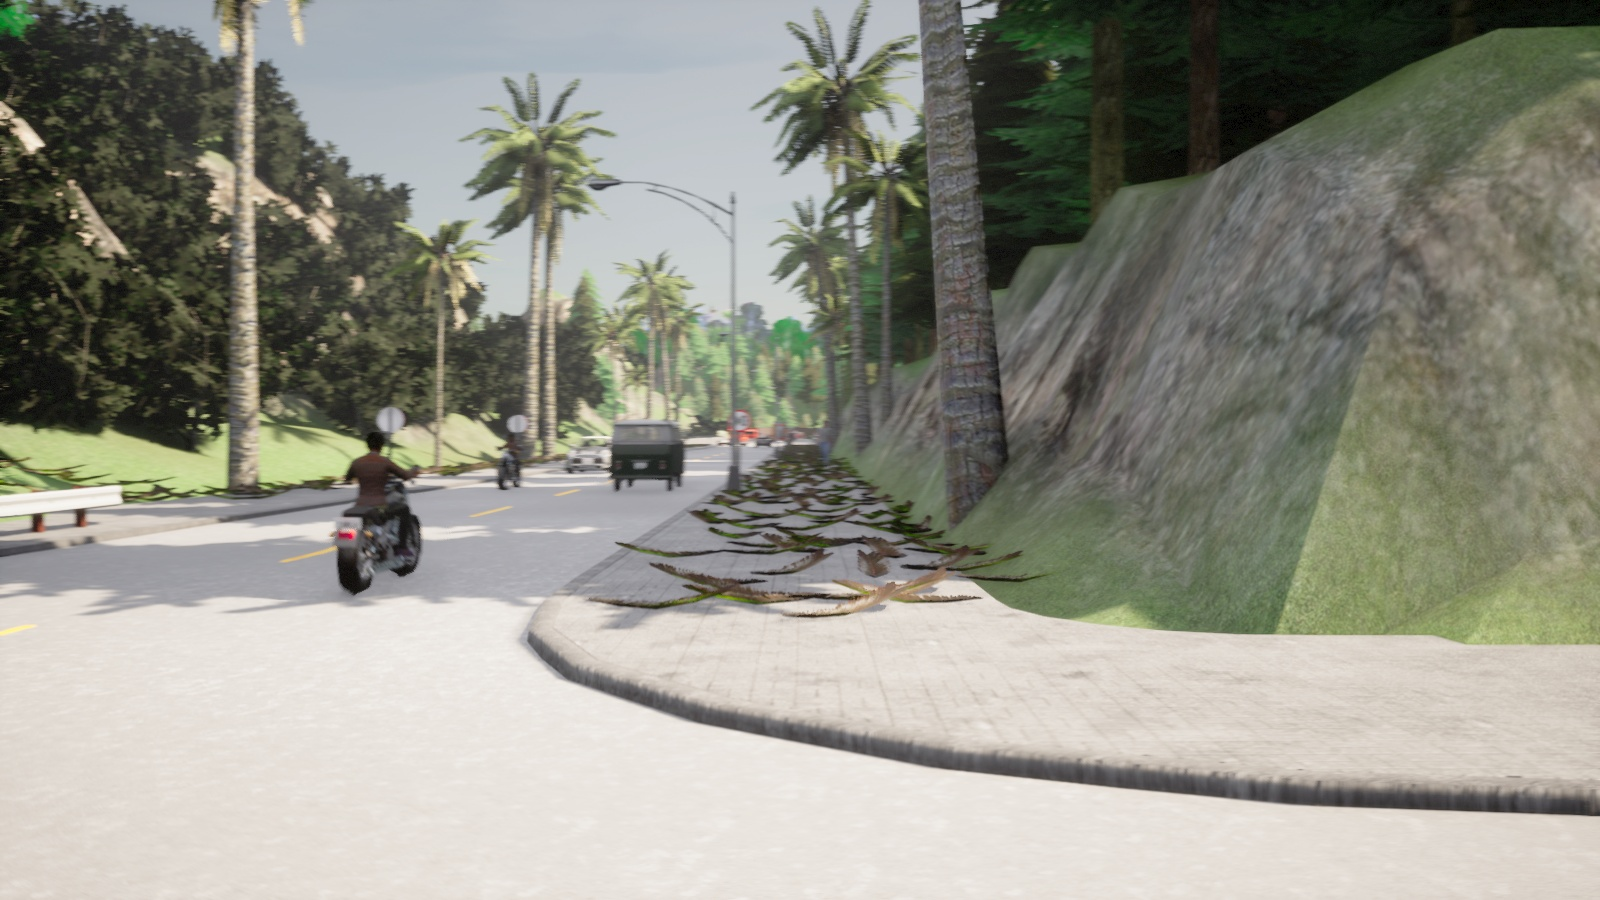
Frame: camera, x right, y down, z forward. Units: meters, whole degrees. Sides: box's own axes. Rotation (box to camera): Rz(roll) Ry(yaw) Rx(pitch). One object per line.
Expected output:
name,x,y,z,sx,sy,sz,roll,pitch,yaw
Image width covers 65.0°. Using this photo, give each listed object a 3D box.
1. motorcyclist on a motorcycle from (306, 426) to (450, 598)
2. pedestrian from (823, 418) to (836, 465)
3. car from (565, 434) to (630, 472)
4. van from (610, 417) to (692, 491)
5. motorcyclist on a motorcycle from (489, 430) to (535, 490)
motorcyclist on a motorcycle,-4.389,0.583,13.255,0.766,1.649,2.350,0,1,-1
pedestrian,1.153,-0.331,49.019,0.354,1.836,0.706,0,1,-10
car,-8.081,0.093,50.481,1.970,1.475,3.806,0,1,0
van,-4.200,0.088,35.992,1.775,1.987,4.442,0,1,0
motorcyclist on a motorcycle,-8.201,0.269,35.879,0.766,1.649,2.350,0,1,0
